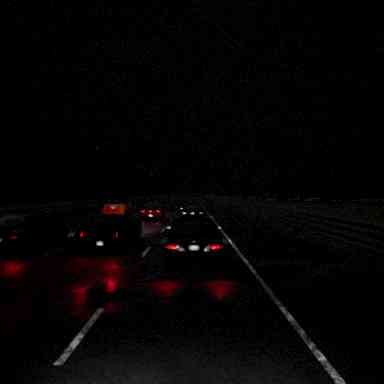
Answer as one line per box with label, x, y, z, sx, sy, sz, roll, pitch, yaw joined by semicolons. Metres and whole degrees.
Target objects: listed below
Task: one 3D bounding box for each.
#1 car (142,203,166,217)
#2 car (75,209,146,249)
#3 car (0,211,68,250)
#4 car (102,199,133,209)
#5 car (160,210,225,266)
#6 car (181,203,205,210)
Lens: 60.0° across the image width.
car;-3.403;1.653;29.776;1.895;1.301;4.718;0;0;0
car;-3.411;1.622;14.581;1.895;1.301;4.718;0;0;0
car;-6.918;1.547;14.222;1.812;1.442;4.674;0;0;0
car;-6.899;1.407;31.214;2.097;1.767;4.553;0;0;0
car;0.072;1.564;11.534;2.033;1.411;5.357;0;0;0
car;0.081;1.592;26.531;2.033;1.411;5.357;0;0;0
